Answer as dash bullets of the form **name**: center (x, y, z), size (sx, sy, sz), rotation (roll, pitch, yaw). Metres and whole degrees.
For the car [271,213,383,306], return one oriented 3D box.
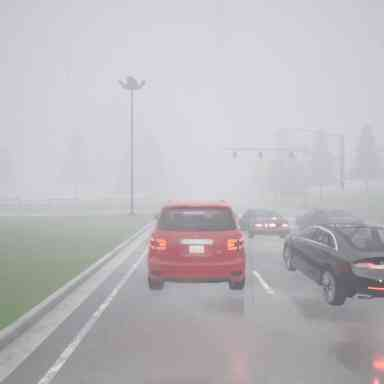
- **car**: center (3.615, 1.491, 8.012), size (2.128, 1.511, 4.902), rotation (0, 0, 0)

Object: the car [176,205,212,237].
- **car**: center (0.123, 1.526, 18.928), size (1.812, 1.442, 4.674), rotation (0, 0, 0)

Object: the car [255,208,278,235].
- **car**: center (3.636, 1.547, 17.538), size (2.033, 1.411, 5.357), rotation (0, 0, 0)

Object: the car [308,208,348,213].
- **car**: center (7.137, 1.547, 17.653), size (2.033, 1.411, 5.357), rotation (0, 0, 0)

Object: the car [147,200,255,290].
- **car**: center (0.112, 1.221, 9.225), size (2.150, 2.045, 5.566), rotation (0, 0, 0)
